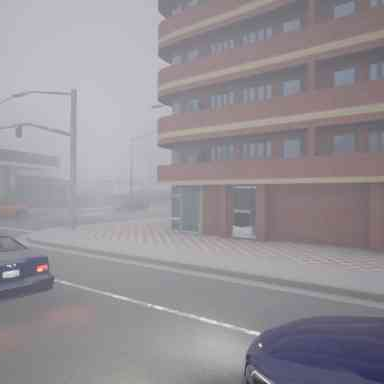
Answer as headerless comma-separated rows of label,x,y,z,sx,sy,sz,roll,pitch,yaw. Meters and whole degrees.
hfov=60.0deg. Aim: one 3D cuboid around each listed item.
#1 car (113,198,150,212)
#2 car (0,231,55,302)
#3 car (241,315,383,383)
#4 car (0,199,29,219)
car,-6.984,1.514,38.769,2.128,1.511,4.902,0,0,35
car,-5.269,1.545,7.650,5.357,1.411,2.033,0,0,38
car,2.581,1.536,2.152,4.674,1.442,1.812,0,0,35
car,-15.468,1.345,26.205,2.097,1.767,4.553,0,0,34
